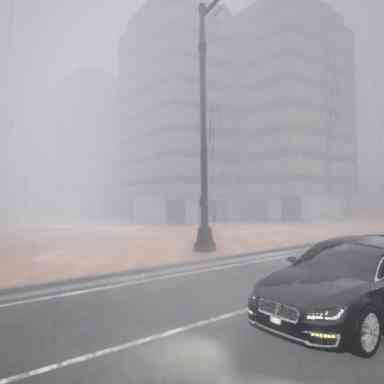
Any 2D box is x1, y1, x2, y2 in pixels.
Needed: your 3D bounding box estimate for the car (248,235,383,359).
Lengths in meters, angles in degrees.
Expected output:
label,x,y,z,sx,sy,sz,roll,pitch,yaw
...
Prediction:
label,x,y,z,sx,sy,sz,roll,pitch,yaw
car,3.159,1.638,6.314,4.892,1.490,1.837,0,-2,-37
